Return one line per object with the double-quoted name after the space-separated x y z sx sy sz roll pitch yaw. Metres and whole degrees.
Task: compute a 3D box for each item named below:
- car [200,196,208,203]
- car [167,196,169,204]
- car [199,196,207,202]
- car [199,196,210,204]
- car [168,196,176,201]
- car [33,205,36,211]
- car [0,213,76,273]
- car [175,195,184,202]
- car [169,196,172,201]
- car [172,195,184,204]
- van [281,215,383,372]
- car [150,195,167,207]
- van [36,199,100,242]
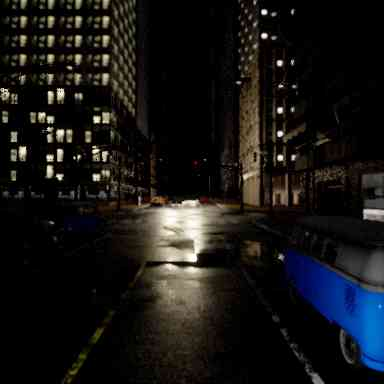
2.696 1.714 77.030 1.752 1.417 4.829 1 0 0 "car"
-5.684 1.729 60.066 1.802 1.307 4.206 1 0 0 "car"
2.694 1.768 82.437 1.947 1.339 4.313 1 0 0 "car"
2.695 1.743 65.704 1.802 1.307 4.206 1 0 0 "car"
-5.687 1.775 93.517 1.887 1.381 4.507 1 0 0 "car"
-16.496 1.595 39.070 4.097 1.590 1.967 0 -1 0 "car"
-5.645 1.593 10.883 1.947 1.339 4.313 1 0 0 "car"
-3.011 1.550 82.138 2.097 1.767 4.553 0 0 0 "car"
-5.679 1.476 65.642 2.192 1.841 5.009 1 0 0 "car"
-3.010 1.708 66.609 2.033 1.411 5.357 0 0 0 "car"
2.707 1.355 5.398 1.690 1.788 3.998 1 0 0 "van"
-5.680 1.574 54.491 1.967 1.590 4.097 1 0 0 "car"
-5.811 1.382 16.425 1.690 1.788 3.998 1 0 0 "van"
